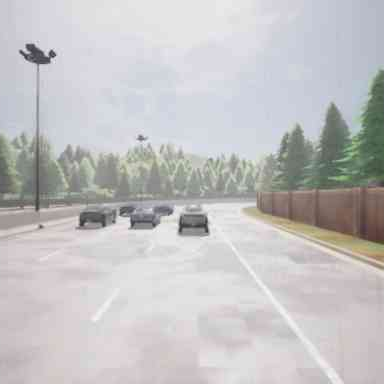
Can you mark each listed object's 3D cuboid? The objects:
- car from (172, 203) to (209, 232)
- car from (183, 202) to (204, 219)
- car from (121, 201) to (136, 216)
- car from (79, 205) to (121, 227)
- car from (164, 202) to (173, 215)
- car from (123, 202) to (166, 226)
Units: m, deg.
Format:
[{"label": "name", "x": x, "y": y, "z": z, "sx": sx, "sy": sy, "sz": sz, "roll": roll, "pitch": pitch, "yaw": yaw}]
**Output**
[{"label": "car", "x": 0.101, "y": 1.676, "z": 21.371, "sx": 2.128, "sy": 1.511, "sz": 4.902, "roll": 0, "pitch": 0, "yaw": 0}, {"label": "car", "x": 0.167, "y": 1.842, "z": 34.220, "sx": 2.033, "sy": 1.411, "sz": 5.357, "roll": 0, "pitch": 0, "yaw": 1}, {"label": "car", "x": -6.731, "y": 1.828, "z": 37.480, "sx": 1.837, "sy": 1.490, "sz": 4.892, "roll": 0, "pitch": 0, "yaw": 3}, {"label": "car", "x": -6.915, "y": 1.716, "z": 24.813, "sx": 1.837, "sy": 1.490, "sz": 4.892, "roll": 0, "pitch": -1, "yaw": 0}, {"label": "car", "x": -3.153, "y": 1.858, "z": 38.761, "sx": 1.812, "sy": 1.442, "sz": 4.674, "roll": 0, "pitch": 0, "yaw": 3}, {"label": "car", "x": -3.415, "y": 1.763, "z": 25.038, "sx": 2.033, "sy": 1.411, "sz": 5.357, "roll": 0, "pitch": 0, "yaw": 0}]
